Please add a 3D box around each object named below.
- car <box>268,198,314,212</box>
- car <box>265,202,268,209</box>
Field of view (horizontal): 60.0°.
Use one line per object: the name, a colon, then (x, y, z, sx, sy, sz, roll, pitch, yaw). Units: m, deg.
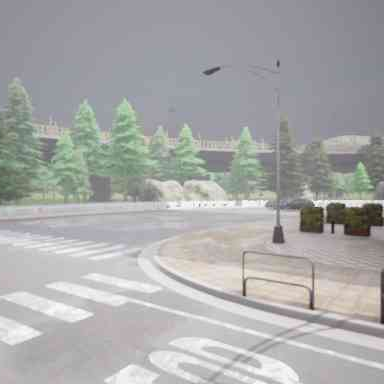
car: (11.673, 1.454, 38.396, 4.892, 1.490, 1.837, 0, -1, -16)
car: (11.500, 1.476, 41.932, 4.674, 1.442, 1.812, 0, 0, -15)
